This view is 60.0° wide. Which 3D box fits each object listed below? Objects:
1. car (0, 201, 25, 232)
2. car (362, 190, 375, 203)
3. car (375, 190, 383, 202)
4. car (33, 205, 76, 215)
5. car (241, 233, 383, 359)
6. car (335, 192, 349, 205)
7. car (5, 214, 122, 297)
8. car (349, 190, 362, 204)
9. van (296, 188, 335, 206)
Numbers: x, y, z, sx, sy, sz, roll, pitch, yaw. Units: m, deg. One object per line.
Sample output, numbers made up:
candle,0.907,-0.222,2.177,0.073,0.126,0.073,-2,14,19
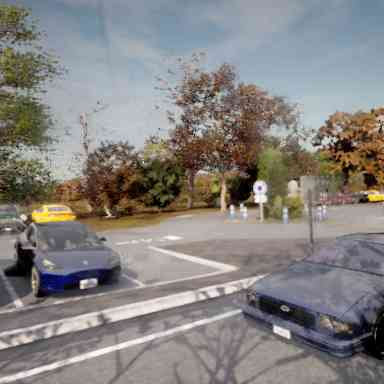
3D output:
car,-11.289,1.445,19.968,2.185,1.767,4.553,0,0,-35
car,19.860,0.664,42.135,2.163,1.488,4.792,-1,1,-35
car,22.056,0.588,43.865,1.946,1.575,5.366,-1,1,-35
car,-8.999,1.564,21.530,2.097,1.535,5.008,0,0,-35
car,3.390,1.506,6.104,5.357,1.411,2.033,0,0,-36
car,15.209,0.737,38.846,2.002,1.452,4.674,-1,0,-35
car,-3.639,1.607,9.283,2.163,1.488,4.792,0,0,-35
car,17.490,0.710,40.443,2.002,1.452,4.674,-1,0,-35
van,13.091,0.498,37.204,1.878,1.987,4.442,-1,1,-35
